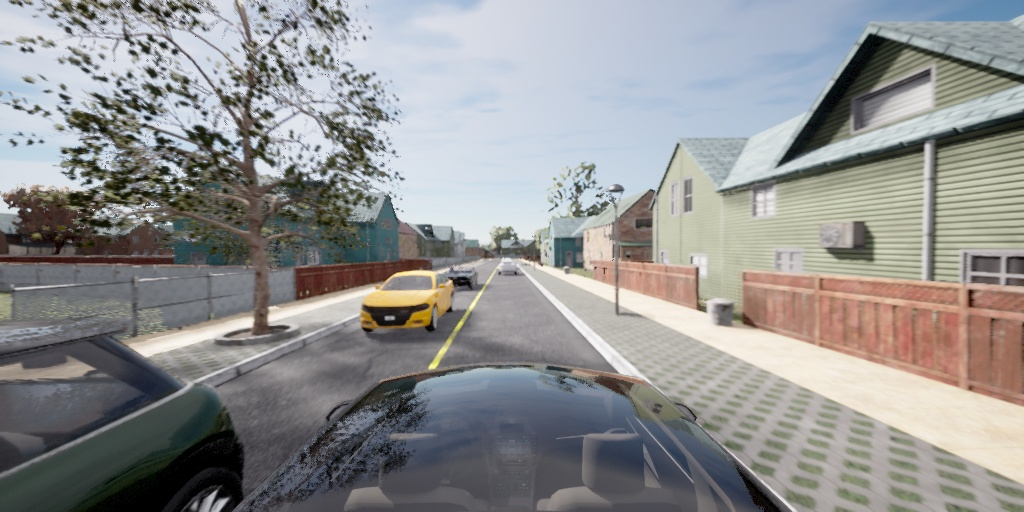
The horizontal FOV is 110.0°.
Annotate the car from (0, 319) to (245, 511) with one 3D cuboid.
[{"bbox_3d":[-2.802,1.135,0.437,2.097,1.767,4.553,-1,0,-1],"label":"car"}]

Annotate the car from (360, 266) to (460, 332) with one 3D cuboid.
[{"bbox_3d":[-2.972,1.208,11.103,1.882,1.535,5.008,-1,0,-1],"label":"car"}]

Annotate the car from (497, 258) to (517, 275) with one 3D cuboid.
[{"bbox_3d":[-0.445,1.102,36.425,1.812,1.442,4.674,-1,0,-1],"label":"car"}]

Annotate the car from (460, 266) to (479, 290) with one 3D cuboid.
[{"bbox_3d":[-3.146,1.277,22.027,1.895,1.301,4.718,-1,0,-1],"label":"car"}]
